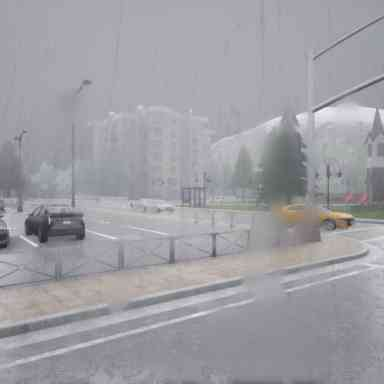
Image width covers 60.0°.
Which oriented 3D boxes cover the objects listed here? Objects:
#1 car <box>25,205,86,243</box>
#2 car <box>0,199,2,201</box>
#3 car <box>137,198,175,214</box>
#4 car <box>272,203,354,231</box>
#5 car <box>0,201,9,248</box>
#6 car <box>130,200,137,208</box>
[{"bbox_3d":[-6.356,1.340,15.313,2.007,1.523,4.514,0,0,-36],"label":"car"},{"bbox_3d":[-21.592,1.374,36.423,1.845,1.501,3.633,0,0,-36],"label":"car"},{"bbox_3d":[-3.648,1.526,35.452,1.812,1.442,4.674,0,0,-37],"label":"car"},{"bbox_3d":[7.437,1.478,20.796,1.882,1.535,5.008,0,0,-42],"label":"car"},{"bbox_3d":[-8.870,1.331,13.436,2.152,1.636,5.027,0,0,-36],"label":"car"},{"bbox_3d":[-6.816,1.526,45.805,1.812,1.442,4.674,0,0,-36],"label":"car"}]
